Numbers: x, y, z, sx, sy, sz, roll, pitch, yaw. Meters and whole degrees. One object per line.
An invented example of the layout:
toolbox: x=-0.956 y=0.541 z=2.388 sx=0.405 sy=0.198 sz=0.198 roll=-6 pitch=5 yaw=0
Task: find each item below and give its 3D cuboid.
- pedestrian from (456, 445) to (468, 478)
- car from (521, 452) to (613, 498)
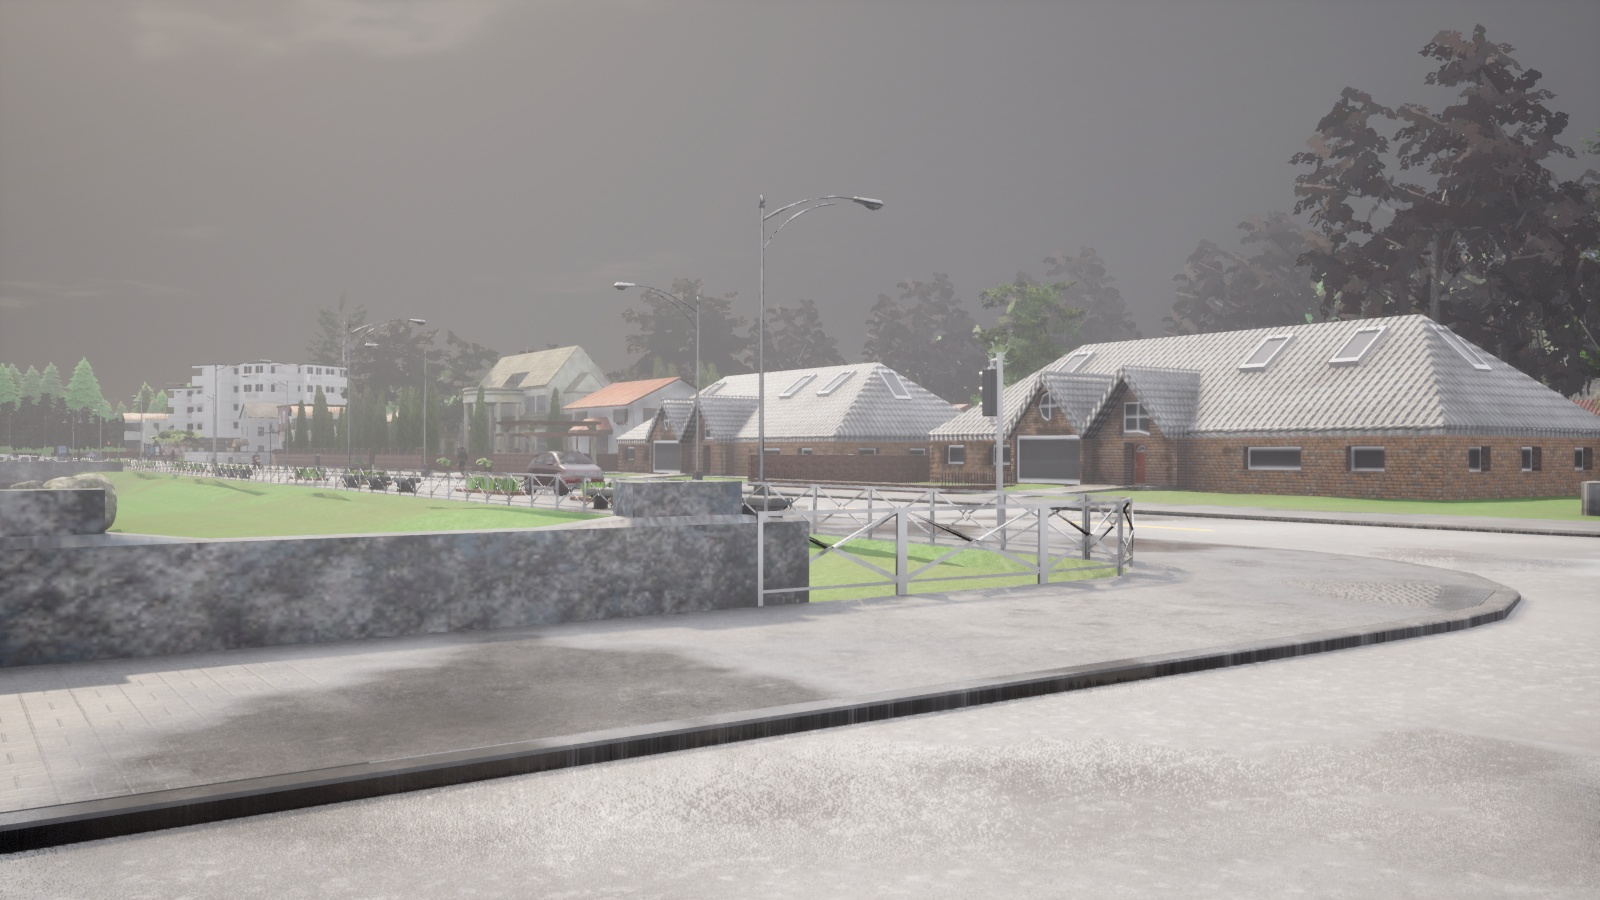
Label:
pedestrian: x=-20.425 y=0.684 z=75.834 sx=0.423 sy=1.949 sz=0.788 roll=0 pitch=0 yaw=-36
car: x=-8.208 y=0.849 z=44.033 sx=1.789 sy=1.549 sz=3.705 roll=0 pitch=0 yaw=-35
